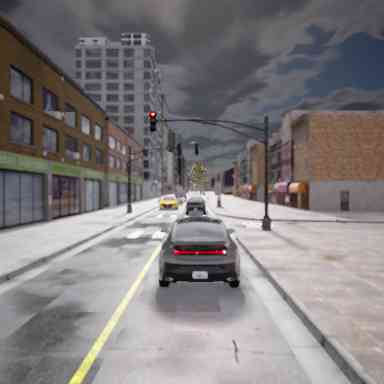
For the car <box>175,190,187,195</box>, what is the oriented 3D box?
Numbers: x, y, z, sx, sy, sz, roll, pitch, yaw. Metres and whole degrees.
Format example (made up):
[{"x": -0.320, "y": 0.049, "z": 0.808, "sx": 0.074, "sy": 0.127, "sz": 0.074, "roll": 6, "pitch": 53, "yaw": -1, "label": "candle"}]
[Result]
[{"x": -2.188, "y": 0.587, "z": 67.829, "sx": 2.150, "sy": 2.045, "sz": 5.566, "roll": 0, "pitch": 1, "yaw": 0, "label": "car"}]

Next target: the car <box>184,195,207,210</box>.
[{"x": 0.362, "y": 1.264, "z": 32.188, "sx": 1.837, "sy": 1.490, "sz": 4.892, "roll": 0, "pitch": 1, "yaw": 0, "label": "car"}]

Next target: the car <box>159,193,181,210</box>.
[{"x": -2.541, "y": 1.198, "z": 37.300, "sx": 1.882, "sy": 1.535, "sz": 5.008, "roll": 0, "pitch": 0, "yaw": 1, "label": "car"}]

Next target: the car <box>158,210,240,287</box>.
[{"x": 0.167, "y": 1.434, "z": 9.104, "sx": 1.837, "sy": 1.490, "sz": 4.892, "roll": 0, "pitch": 0, "yaw": 0, "label": "car"}]

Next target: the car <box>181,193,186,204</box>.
[{"x": -2.392, "y": 1.201, "z": 52.323, "sx": 1.895, "sy": 1.301, "sz": 4.718, "roll": 0, "pitch": 0, "yaw": 1, "label": "car"}]
